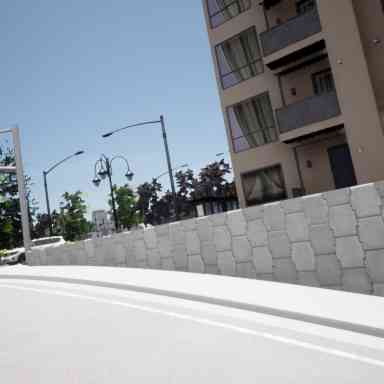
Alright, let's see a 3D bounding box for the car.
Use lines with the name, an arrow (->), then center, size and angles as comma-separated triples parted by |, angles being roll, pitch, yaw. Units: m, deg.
car -> -14.124, 5.314, 30.275 | 2.150, 2.045, 5.566 | -14, -8, 35
